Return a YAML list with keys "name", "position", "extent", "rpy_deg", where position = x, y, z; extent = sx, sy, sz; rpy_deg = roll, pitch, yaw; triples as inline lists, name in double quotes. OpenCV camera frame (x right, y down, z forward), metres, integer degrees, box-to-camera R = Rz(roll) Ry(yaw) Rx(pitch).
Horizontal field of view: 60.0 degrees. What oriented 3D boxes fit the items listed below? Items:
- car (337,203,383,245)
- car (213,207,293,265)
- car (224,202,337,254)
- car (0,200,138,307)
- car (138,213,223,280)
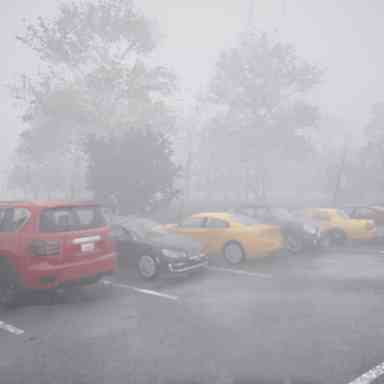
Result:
- name: "car"
  position: [5.343, 1.404, 15.071]
  extent: [5.366, 1.575, 1.946]
  rpy_deg: [-1, 0, 35]
- name: "car"
  position: [0.607, 1.456, 11.584]
  extent: [5.008, 1.535, 2.097]
  rpy_deg: [-1, 0, 35]
- name: "car"
  position: [3.025, 1.306, 13.303]
  extent: [4.553, 1.767, 2.185]
  rpy_deg: [-1, -1, 35]
- name: "car"
  position: [-4.292, 1.235, 8.187]
  extent: [5.566, 2.045, 2.435]
  rpy_deg: [-1, 0, 34]
- name: "car"
  position: [-1.834, 1.477, 9.894]
  extent: [4.892, 1.521, 2.231]
  rpy_deg: [-1, -1, 35]
